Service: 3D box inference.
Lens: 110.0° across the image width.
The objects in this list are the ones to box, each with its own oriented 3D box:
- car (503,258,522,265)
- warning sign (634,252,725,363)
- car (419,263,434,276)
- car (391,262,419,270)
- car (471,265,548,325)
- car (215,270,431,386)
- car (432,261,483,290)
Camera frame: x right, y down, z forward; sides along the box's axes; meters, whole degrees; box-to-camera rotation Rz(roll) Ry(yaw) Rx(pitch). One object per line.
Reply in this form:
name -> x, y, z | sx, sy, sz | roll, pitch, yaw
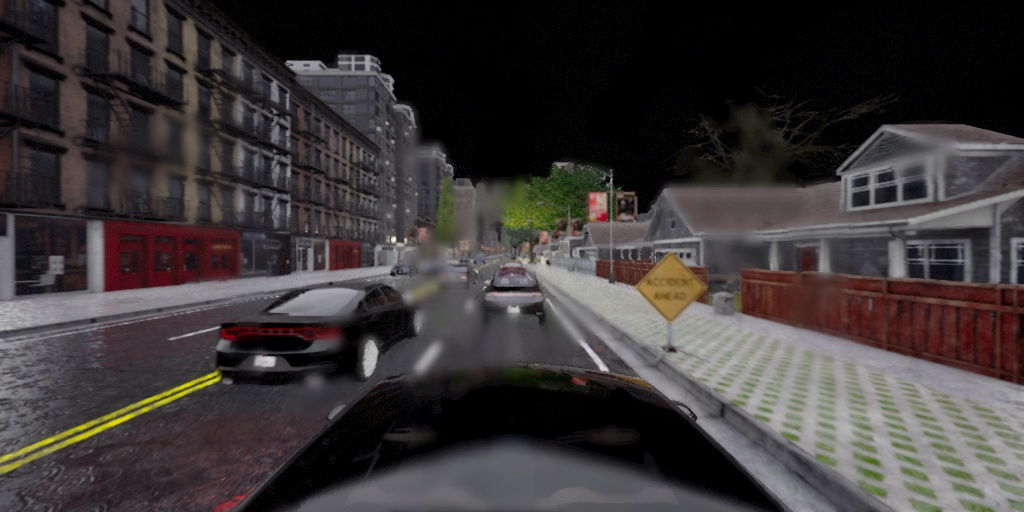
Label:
car -> 0.055, 1.145, 28.537 | 1.882, 1.535, 5.008 | 0, 0, 0
warning sign -> 2.846, 0.849, 6.486 | 1.300, 1.860, 1.060 | 0, 0, 0
car -> -6.644, 1.262, 32.433 | 1.895, 1.301, 4.718 | 0, 0, 0
car -> -9.892, 1.225, 33.659 | 1.994, 1.385, 4.181 | 0, 0, 0
car -> 0.080, 1.212, 11.693 | 2.128, 1.511, 4.902 | 0, 0, 0
car -> -3.176, 1.216, 7.106 | 1.882, 1.535, 5.008 | 0, 0, 0
car -> -3.195, 1.240, 22.114 | 2.033, 1.411, 5.357 | 0, 0, 0
